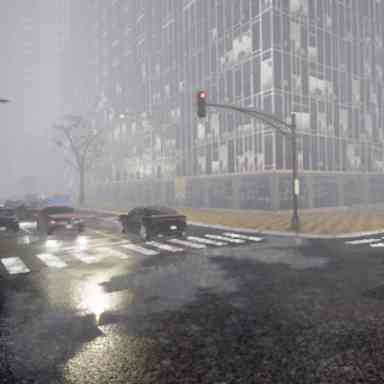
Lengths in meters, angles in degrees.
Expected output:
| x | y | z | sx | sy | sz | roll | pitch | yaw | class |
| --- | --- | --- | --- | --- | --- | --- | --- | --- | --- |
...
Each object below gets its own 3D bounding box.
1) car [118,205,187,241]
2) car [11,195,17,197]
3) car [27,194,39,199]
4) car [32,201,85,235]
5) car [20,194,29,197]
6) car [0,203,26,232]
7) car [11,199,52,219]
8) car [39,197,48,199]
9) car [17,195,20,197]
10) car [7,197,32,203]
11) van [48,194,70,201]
| x | y | z | sx | sy | sz | roll | pitch | yaw | class |
| --- | --- | --- | --- | --- | --- | --- | --- | --- | --- |
| -2.096 | 1.381 | 16.378 | 1.882 | 1.535 | 5.008 | -1 | 0 | -32 | car |
| -39.442 | 1.438 | 75.913 | 2.008 | 1.369 | 4.403 | -1 | 0 | -34 | car |
| -26.639 | 1.465 | 57.125 | 1.802 | 1.307 | 4.206 | -1 | 0 | -34 | car |
| -7.513 | 1.487 | 18.757 | 1.812 | 1.442 | 4.674 | -1 | 1 | -34 | car |
| -29.842 | 1.199 | 61.821 | 2.192 | 1.841 | 5.009 | -1 | 0 | -34 | car |
| -11.268 | 1.576 | 19.454 | 1.947 | 1.339 | 4.313 | -1 | 0 | -34 | car |
| -12.873 | 1.532 | 26.620 | 1.994 | 1.385 | 4.181 | -1 | 1 | -35 | car |
| -20.238 | 1.461 | 47.730 | 1.802 | 1.307 | 4.206 | -1 | 0 | -34 | car |
| -33.042 | 1.325 | 66.518 | 1.967 | 1.590 | 4.097 | -1 | 0 | -34 | car |
| -18.722 | 1.522 | 35.224 | 2.033 | 1.411 | 5.357 | -1 | 1 | -34 | car |
| -17.040 | 1.218 | 43.032 | 1.690 | 1.788 | 3.998 | -1 | 0 | -34 | van |
